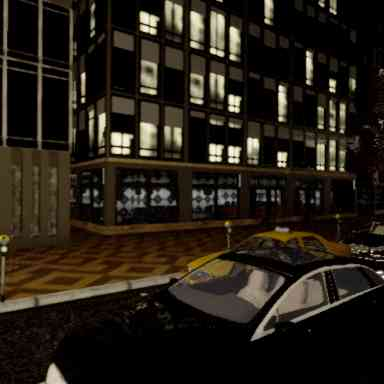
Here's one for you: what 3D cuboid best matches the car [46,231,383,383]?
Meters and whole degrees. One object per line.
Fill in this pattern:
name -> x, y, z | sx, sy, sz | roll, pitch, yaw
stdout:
car -> 0.897, 1.505, 4.021 | 4.902, 1.511, 2.128 | 0, 0, -36

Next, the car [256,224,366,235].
car -> 2.017, 1.554, 8.004 | 4.829, 1.417, 1.752 | 0, 0, -36

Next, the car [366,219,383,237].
car -> 6.786, 1.605, 11.415 | 4.403, 1.369, 2.008 | 0, 0, -36
